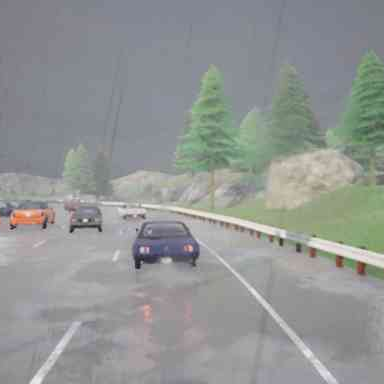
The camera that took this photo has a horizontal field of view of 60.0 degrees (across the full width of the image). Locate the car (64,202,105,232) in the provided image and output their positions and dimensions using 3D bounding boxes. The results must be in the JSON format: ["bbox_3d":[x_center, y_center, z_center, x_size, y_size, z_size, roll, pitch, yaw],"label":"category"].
[{"bbox_3d":[-6.389,1.591,20.445,2.033,1.411,5.357,0,0,-14],"label":"car"}]

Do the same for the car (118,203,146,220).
[{"bbox_3d":[-5.325,1.640,28.971,1.895,1.301,4.718,0,0,-19],"label":"car"}]

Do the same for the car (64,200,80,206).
[{"bbox_3d":[-14.236,1.659,40.206,1.994,1.385,4.181,0,0,-28],"label":"car"}]

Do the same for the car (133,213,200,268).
[{"bbox_3d":[-0.989,1.609,11.344,1.895,1.301,4.718,0,0,-8],"label":"car"}]

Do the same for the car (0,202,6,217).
[{"bbox_3d":[-16.790,1.634,29.515,1.812,1.442,4.674,0,0,-22],"label":"car"}]

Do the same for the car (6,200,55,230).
[{"bbox_3d":[-10.508,1.421,22.260,2.097,1.767,4.553,0,0,-15],"label":"car"}]
